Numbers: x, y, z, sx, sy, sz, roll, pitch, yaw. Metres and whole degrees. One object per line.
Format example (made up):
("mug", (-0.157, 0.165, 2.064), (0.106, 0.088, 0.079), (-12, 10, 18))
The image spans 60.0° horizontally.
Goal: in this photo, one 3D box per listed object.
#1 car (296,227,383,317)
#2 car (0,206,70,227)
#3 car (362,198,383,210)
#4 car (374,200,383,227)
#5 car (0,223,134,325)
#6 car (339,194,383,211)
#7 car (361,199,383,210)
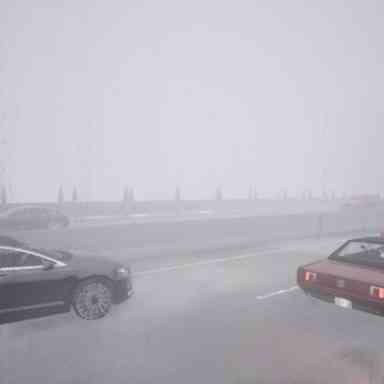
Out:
("car", (4.397, 1.613, 7.016), (4.718, 1.301, 1.895), (0, 0, -36))
("car", (-9.480, 1.574, 18.773), (4.892, 1.490, 1.837), (0, 0, -36))
("car", (24.482, 1.580, 43.701), (4.892, 1.490, 1.837), (1, -1, -36))
("car", (11.273, 1.376, 16.400), (4.553, 1.767, 2.097), (0, 0, -36))
("car", (-3.438, 1.515, 5.718), (4.902, 1.511, 2.128), (0, 0, -35))
("car", (17.453, 1.281, 34.215), (5.566, 2.045, 2.150), (0, 0, -36))
("car", (17.503, 1.613, 29.904), (4.181, 1.385, 1.994), (0, 0, -36))
